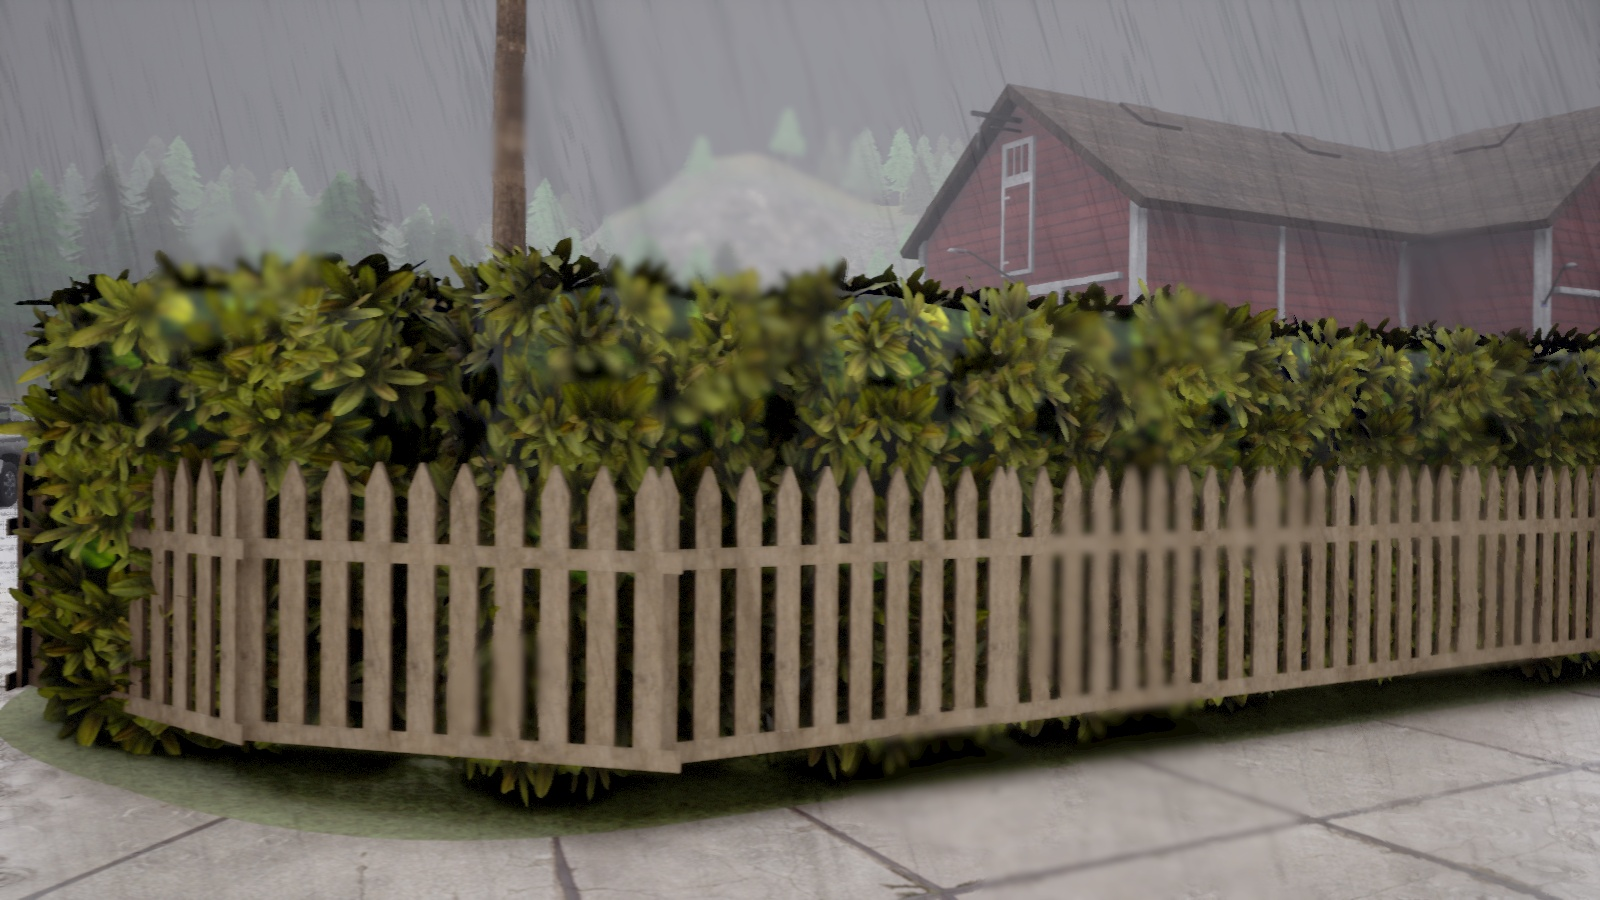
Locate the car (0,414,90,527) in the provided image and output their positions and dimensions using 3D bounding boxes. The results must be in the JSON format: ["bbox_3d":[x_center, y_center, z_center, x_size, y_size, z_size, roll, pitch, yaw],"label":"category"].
[{"bbox_3d":[-14.510,0.318,22.363,1.932,1.855,4.605,-1,1,-12],"label":"car"}]
